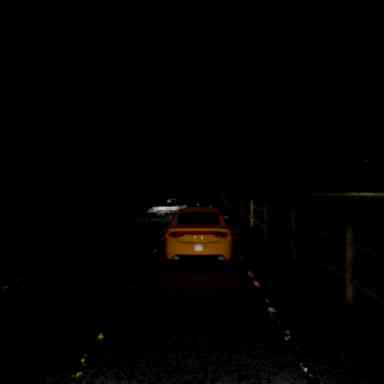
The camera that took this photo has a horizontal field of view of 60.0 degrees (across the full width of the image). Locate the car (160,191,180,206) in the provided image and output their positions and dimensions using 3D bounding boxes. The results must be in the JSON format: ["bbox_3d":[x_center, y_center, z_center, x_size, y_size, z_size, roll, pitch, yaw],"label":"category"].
[{"bbox_3d":[-2.312,0.649,36.368,2.128,1.511,4.902,0,1,1],"label":"car"}]

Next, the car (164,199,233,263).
[{"bbox_3d":[0.215,1.217,10.971,1.882,1.535,5.008,0,1,1],"label":"car"}]

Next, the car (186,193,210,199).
[{"bbox_3d":[0.508,0.800,29.111,1.882,1.535,5.008,0,1,1],"label":"car"}]
